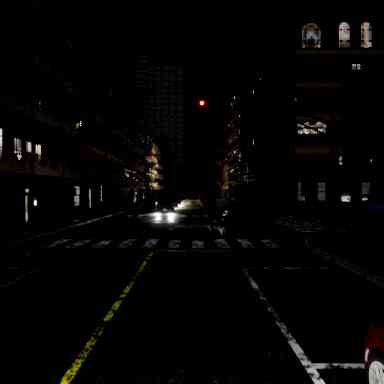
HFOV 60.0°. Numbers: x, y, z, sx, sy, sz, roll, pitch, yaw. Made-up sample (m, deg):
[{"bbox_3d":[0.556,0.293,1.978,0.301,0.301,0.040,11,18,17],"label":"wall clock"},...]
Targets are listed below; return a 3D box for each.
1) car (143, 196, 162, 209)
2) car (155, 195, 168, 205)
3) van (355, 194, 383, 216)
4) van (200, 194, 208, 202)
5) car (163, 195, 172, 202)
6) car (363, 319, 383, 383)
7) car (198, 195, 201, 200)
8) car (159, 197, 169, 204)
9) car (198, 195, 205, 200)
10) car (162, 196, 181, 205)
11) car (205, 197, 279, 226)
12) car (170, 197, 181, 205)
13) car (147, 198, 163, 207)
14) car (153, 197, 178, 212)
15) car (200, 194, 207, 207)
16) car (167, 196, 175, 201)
[{"bbox_3d":[-5.655,1.561,45.284,2.008,1.369,4.403,0,0,0],"label":"car"},{"bbox_3d":[-5.640,1.463,61.867,1.967,1.590,4.097,-1,0,0],"label":"car"},{"bbox_3d":[15.666,1.036,27.357,3.998,1.788,1.690,-1,1,-1],"label":"van"},{"bbox_3d":[2.756,1.379,78.437,1.690,1.788,3.998,-1,0,0],"label":"van"},{"bbox_3d":[-5.623,1.563,78.281,1.752,1.417,4.829,-1,0,0],"label":"car"},{"bbox_3d":[2.682,1.544,1.799,1.887,1.381,4.507,0,0,0],"label":"car"},{"bbox_3d":[2.747,1.578,67.381,2.008,1.369,4.403,-1,0,0],"label":"car"},{"bbox_3d":[-5.633,1.609,67.395,1.802,1.307,4.206,-1,0,0],"label":"car"},{"bbox_3d":[2.774,1.603,95.021,1.887,1.381,4.507,-1,0,0],"label":"car"},{"bbox_3d":[-3.049,1.518,49.729,1.837,1.490,4.892,0,0,0],"label":"car"},{"bbox_3d":[3.616,1.337,22.950,4.553,1.767,2.097,-1,0,-21],"label":"car"},{"bbox_3d":[-3.009,1.623,61.201,1.895,1.301,4.718,0,0,0],"label":"car"},{"bbox_3d":[-5.650,1.580,50.811,1.947,1.339,4.313,0,0,0],"label":"car"},{"bbox_3d":[-3.063,1.607,39.348,1.895,1.301,4.718,0,0,0],"label":"car"},{"bbox_3d":[2.730,1.454,50.798,1.967,1.590,4.097,-1,0,0],"label":"car"},{"bbox_3d":[-5.611,1.633,89.507,1.802,1.307,4.206,-1,0,0],"label":"car"}]
